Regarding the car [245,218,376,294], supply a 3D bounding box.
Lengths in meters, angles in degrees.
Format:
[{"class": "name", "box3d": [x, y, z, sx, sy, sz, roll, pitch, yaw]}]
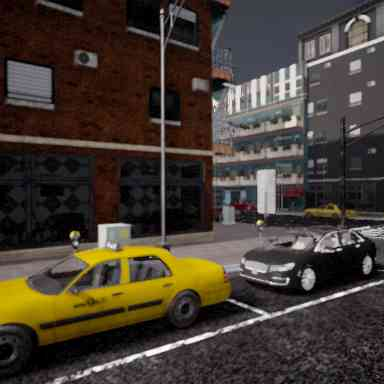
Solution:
[{"class": "car", "box3d": [3.212, 1.607, 8.853, 4.403, 1.369, 2.008, 1, -1, -35]}]

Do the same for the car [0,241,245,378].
[{"class": "car", "box3d": [-1.542, 1.539, 5.472, 4.829, 1.417, 1.752, 1, -1, -35]}]

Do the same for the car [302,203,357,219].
[{"class": "car", "box3d": [12.425, 1.706, 30.356, 1.752, 1.417, 4.829, -1, 0, -36]}]

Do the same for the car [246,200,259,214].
[{"class": "car", "box3d": [6.094, 1.649, 39.226, 1.967, 1.590, 4.097, -1, 0, -36]}]

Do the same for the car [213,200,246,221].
[{"class": "car", "box3d": [2.487, 1.697, 29.855, 1.967, 1.590, 4.097, -1, 0, -36]}]
